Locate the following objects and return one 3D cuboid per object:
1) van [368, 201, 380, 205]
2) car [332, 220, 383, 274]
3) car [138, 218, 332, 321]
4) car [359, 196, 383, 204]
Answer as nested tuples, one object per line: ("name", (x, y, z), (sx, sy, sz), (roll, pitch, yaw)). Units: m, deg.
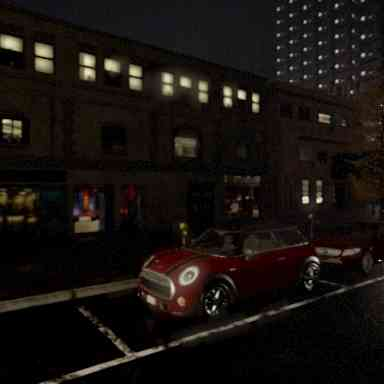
("van", (28.547, 1.209, 49.631), (1.690, 1.788, 3.998), (0, 0, -35))
("car", (5.382, 1.558, 10.410), (4.206, 1.307, 1.802), (0, 0, -36))
("car", (0.886, 1.429, 7.200), (4.097, 1.590, 1.967), (0, 0, -36))
("car", (32.245, 1.379, 58.974), (1.802, 1.307, 4.206), (0, 0, -35))
